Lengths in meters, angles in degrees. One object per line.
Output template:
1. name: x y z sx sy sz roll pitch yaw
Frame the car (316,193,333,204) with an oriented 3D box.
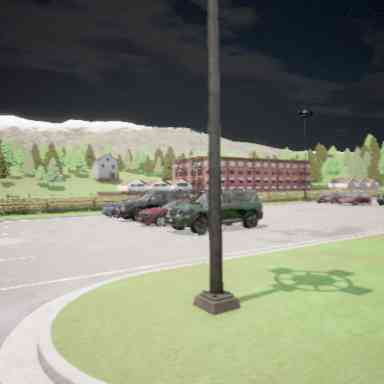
1. car: 17.063 0.757 40.452 4.181 1.385 1.994 -1 1 -33

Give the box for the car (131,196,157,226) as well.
1. car: -0.867 1.192 20.316 5.008 1.535 1.882 -1 1 -33

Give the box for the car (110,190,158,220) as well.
1. car: -2.533 0.913 23.405 5.566 2.045 2.150 -1 1 -33

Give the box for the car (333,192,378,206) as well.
1. car: 18.212 0.753 37.017 4.674 1.442 1.812 -1 1 -33

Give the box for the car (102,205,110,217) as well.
1. car: -4.713 1.207 26.153 4.674 1.442 1.812 -1 1 -34

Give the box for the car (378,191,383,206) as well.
1. car: 21.914 0.425 35.255 5.566 2.045 2.150 -1 1 -33

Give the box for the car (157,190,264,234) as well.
1. car: 1.294 0.948 17.544 5.566 2.045 2.150 -1 1 -33
